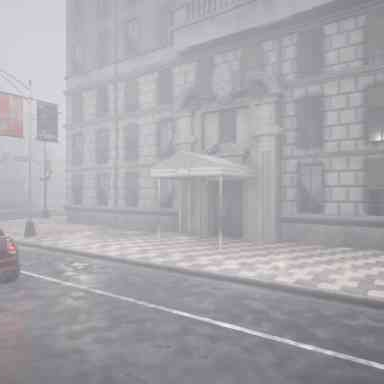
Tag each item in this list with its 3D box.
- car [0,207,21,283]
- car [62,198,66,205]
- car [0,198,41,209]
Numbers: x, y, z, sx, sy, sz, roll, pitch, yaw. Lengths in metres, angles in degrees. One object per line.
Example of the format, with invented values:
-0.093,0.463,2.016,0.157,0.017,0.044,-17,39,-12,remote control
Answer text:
-6.408,1.352,8.449,4.553,1.767,2.097,0,0,35,car
-18.259,1.223,53.955,2.150,2.045,5.566,0,0,36,car
-21.838,1.564,42.930,1.994,1.385,4.181,0,0,35,car
